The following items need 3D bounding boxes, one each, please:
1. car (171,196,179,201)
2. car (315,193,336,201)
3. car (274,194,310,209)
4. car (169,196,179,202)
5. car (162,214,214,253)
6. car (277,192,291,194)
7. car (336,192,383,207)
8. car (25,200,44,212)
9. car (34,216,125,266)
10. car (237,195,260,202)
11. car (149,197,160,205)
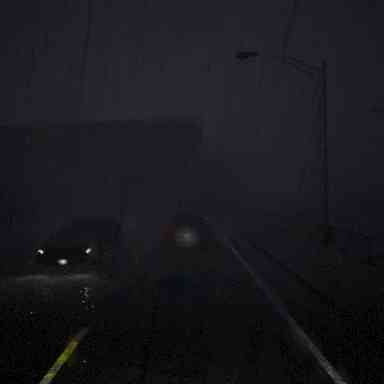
[{"bbox_3d":[-4.701,1.808,93.448,1.994,1.385,4.181,-1,0,-1],"label":"car"},{"bbox_3d":[27.121,1.063,66.611,4.892,1.490,1.837,-1,0,-1],"label":"car"},{"bbox_3d":[12.180,1.272,40.410,3.806,1.475,1.970,-1,0,-1],"label":"car"},{"bbox_3d":[-4.572,1.786,83.611,1.994,1.385,4.181,-1,0,-1],"label":"car"},{"bbox_3d":[-0.173,1.598,13.953,1.994,1.385,4.181,-1,0,0],"label":"car"},{"bbox_3d":[12.723,0.987,43.746,3.866,1.878,1.905,-1,0,-1],"label":"car"},{"bbox_3d":[20.652,0.890,40.610,4.605,1.855,1.932,-1,0,-1],"label":"car"},{"bbox_3d":[-21.273,1.867,43.640,2.242,1.667,4.611,-1,0,-1],"label":"car"},{"bbox_3d":[-3.730,1.625,12.190,2.033,1.411,5.357,-1,0,-1],"label":"car"},{"bbox_3d":[11.218,1.311,66.351,4.674,1.442,1.812,-1,0,-1],"label":"car"},{"bbox_3d":[-9.023,1.741,66.022,5.357,1.411,2.033,2,0,-1],"label":"car"}]
